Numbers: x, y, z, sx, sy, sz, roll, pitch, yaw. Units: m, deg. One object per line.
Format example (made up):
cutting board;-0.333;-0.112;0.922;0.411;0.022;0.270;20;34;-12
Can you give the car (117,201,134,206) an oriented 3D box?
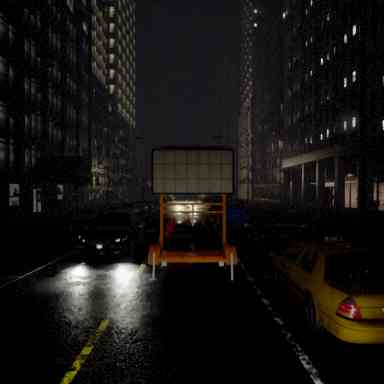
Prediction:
car;-5.647;1.560;23.485;1.947;1.339;4.313;-1;0;0

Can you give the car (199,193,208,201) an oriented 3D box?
car;2.865;1.293;85.987;2.192;1.841;5.009;-1;0;0

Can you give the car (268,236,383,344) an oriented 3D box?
car;2.697;1.524;6.586;1.752;1.417;4.829;-1;0;0

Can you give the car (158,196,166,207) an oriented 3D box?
car;-5.586;1.538;51.903;2.008;1.369;4.403;-1;0;0

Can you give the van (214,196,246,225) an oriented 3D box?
van;2.731;1.335;23.467;1.690;1.788;3.998;-1;0;0

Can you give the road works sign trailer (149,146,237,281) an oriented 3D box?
road works sign trailer;0.025;0.462;9.825;2.380;3.560;2.880;0;0;0

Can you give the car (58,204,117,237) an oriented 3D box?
car;-5.660;1.547;17.801;2.008;1.369;4.403;-1;0;0

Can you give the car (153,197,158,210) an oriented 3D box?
car;-5.610;1.572;40.536;1.802;1.307;4.206;-1;0;0

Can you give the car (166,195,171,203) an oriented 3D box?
car;-5.562;1.535;63.270;2.008;1.369;4.403;-1;0;0

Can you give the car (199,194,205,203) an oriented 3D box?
car;2.819;1.535;63.252;2.008;1.369;4.403;-1;0;0

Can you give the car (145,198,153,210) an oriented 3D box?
car;-5.624;1.543;34.852;2.008;1.369;4.403;-1;0;0

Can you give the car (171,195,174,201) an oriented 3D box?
car;-5.537;1.563;74.637;1.802;1.307;4.206;-1;0;0

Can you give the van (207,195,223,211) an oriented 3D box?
van;2.768;1.332;40.518;1.690;1.788;3.998;-1;0;0

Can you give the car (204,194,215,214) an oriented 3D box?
car;2.755;1.307;34.834;2.192;1.841;5.009;-1;0;0

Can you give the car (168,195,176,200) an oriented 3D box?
car;-5.501;1.501;91.519;1.752;1.417;4.829;-1;0;0

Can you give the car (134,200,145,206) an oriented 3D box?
car;-5.635;1.538;29.168;1.887;1.381;4.507;-1;0;0

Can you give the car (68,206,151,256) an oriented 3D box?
car;-2.971;1.502;13.114;1.837;1.490;4.892;0;0;0
